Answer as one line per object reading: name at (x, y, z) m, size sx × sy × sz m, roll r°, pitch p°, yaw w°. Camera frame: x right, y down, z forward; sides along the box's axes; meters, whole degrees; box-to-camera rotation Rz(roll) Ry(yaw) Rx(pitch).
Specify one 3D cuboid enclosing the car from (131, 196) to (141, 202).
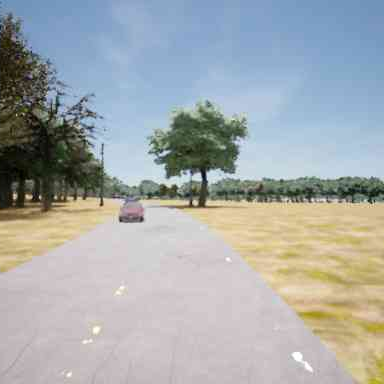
car at (-14.987, 1.800, 88.518) m, size 1.812 × 1.442 × 4.674 m, roll 2°, pitch -1°, yaw -20°

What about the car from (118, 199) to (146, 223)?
car at (-4.585, 1.523, 25.814) m, size 1.812 × 1.442 × 4.674 m, roll 1°, pitch 0°, yaw -6°

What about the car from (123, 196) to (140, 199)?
car at (-12.003, 1.655, 65.868) m, size 1.994 × 1.385 × 4.181 m, roll 0°, pitch 0°, yaw -15°
